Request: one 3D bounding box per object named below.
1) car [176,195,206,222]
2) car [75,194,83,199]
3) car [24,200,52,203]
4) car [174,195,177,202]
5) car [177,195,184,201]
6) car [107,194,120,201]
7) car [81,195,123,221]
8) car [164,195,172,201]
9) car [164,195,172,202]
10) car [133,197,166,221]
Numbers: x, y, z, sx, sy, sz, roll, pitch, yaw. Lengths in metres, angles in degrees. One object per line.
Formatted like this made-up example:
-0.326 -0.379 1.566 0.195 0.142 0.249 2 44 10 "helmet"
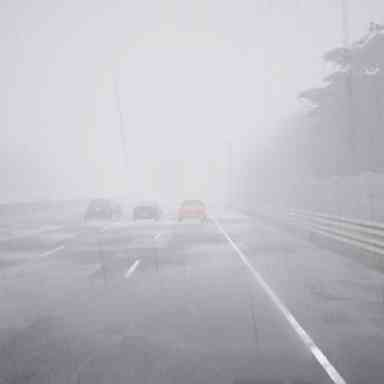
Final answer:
0.044 1.345 26.599 2.097 1.767 4.553 0 0 0 "car"
-24.378 1.166 73.566 1.812 1.442 4.674 0 -1 0 "car"
-17.438 1.138 37.745 1.994 1.385 4.181 0 0 0 "car"
-3.362 1.573 84.500 2.097 1.767 4.553 0 -1 0 "car"
-3.345 1.714 94.565 1.837 1.490 4.892 0 -1 0 "car"
-17.378 1.187 73.554 1.812 1.442 4.674 0 -1 0 "car"
-6.958 1.323 26.612 2.097 1.767 4.553 0 0 0 "car"
-6.845 1.703 94.571 1.837 1.490 4.892 0 -1 0 "car"
-6.863 1.804 84.596 1.895 1.301 4.718 0 -1 0 "car"
-3.458 1.460 26.660 1.882 1.535 5.008 0 0 0 "car"
